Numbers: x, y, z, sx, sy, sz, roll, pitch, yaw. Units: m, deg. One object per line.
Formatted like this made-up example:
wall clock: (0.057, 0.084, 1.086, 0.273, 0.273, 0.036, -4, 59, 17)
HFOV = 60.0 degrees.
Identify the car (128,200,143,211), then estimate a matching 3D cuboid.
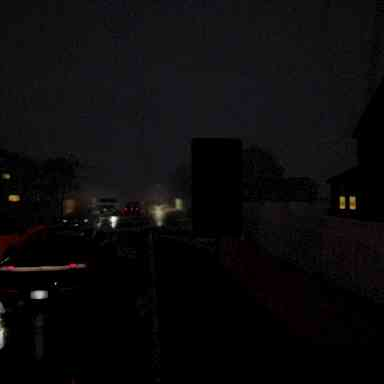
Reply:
car: (-8.173, 1.917, 48.641, 1.882, 1.535, 5.008, -1, 0, -7)

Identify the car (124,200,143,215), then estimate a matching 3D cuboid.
car: (-6.780, 1.891, 38.212, 2.033, 1.411, 5.357, -1, 0, -7)

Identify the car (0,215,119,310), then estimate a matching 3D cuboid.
car: (-2.921, 1.562, 8.084, 2.128, 1.511, 4.902, -1, 0, -7)

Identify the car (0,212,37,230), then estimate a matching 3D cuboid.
car: (-6.073, 1.470, 10.213, 2.097, 1.767, 4.553, -1, 0, -7)

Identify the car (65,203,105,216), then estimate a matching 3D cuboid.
car: (-7.858, 1.791, 24.012, 2.033, 1.411, 5.357, -1, 0, -8)

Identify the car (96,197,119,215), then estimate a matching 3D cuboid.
car: (-9.660, 1.597, 38.333, 2.150, 2.045, 5.566, -1, -1, -7)
